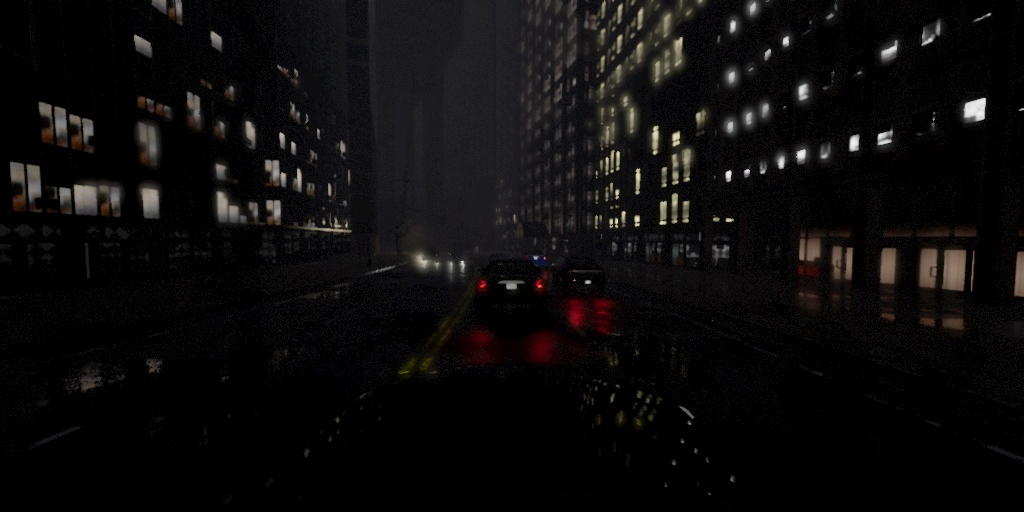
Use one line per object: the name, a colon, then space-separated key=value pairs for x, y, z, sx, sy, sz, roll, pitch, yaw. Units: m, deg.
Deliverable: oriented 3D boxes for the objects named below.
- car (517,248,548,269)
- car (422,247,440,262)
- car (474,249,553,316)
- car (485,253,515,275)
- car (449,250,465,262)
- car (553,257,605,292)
car: x=1.749 y=0.165 z=32.266 sx=2.097 sy=1.767 sz=4.553 roll=0 pitch=2 yaw=-6
car: x=-10.224 y=-0.230 z=45.316 sx=2.097 sy=1.767 sz=4.553 roll=0 pitch=2 yaw=-10
car: x=-0.062 y=0.790 z=11.917 sx=2.097 sy=1.767 sz=4.553 roll=0 pitch=2 yaw=-1
car: x=-1.030 y=0.503 z=27.710 sx=2.033 sy=1.411 sz=5.357 roll=0 pitch=2 yaw=-5
car: x=-7.043 y=-0.082 z=46.011 sx=1.812 sy=1.442 sz=4.674 roll=0 pitch=2 yaw=-10
car: x=3.004 y=0.774 z=17.115 sx=2.128 sy=1.511 sz=4.902 roll=0 pitch=2 yaw=-3
